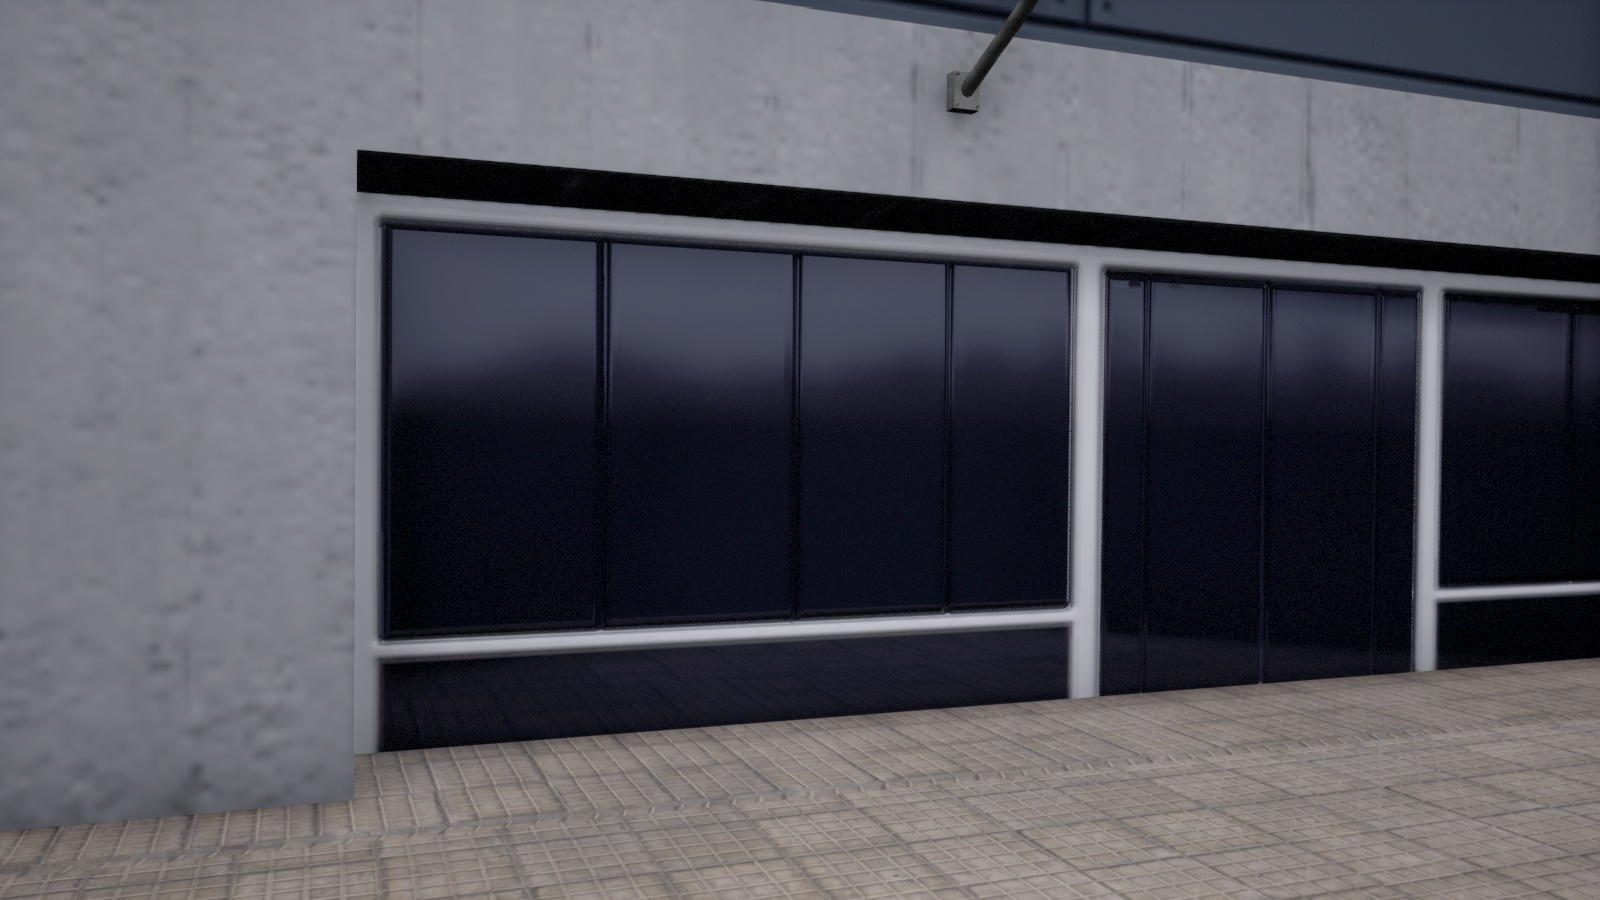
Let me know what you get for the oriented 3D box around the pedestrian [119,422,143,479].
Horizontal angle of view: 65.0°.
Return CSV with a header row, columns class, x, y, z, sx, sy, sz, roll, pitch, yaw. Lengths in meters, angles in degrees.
class,x,y,z,sx,sy,sz,roll,pitch,yaw
pedestrian,-22.756,0.006,42.728,0.692,1.930,0.395,-1,1,-26
